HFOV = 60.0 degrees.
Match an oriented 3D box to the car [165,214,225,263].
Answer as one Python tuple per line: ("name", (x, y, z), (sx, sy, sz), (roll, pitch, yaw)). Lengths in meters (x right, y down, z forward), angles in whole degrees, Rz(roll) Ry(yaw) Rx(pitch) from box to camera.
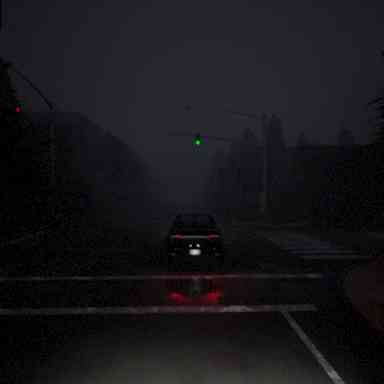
("car", (0.090, 1.537, 12.098), (2.128, 1.511, 4.902), (0, 0, 0))
